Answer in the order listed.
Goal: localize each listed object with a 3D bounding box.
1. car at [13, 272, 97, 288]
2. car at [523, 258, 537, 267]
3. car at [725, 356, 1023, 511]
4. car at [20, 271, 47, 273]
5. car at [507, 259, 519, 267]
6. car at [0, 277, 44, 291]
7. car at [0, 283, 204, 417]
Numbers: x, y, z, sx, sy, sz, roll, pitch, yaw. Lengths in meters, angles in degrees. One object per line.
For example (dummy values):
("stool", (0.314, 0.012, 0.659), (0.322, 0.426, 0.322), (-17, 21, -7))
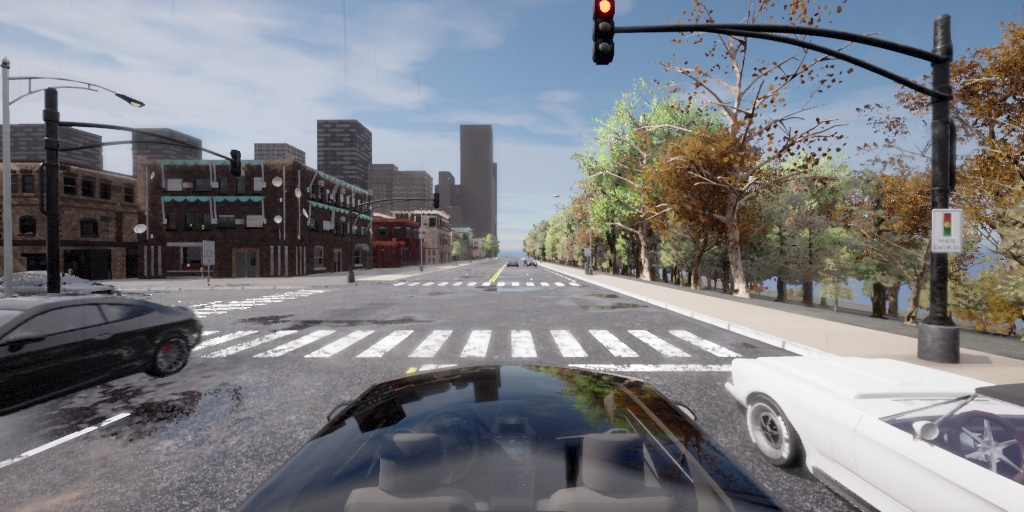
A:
("car", (-19.452, 1.530, 15.282), (4.181, 1.385, 1.994), (-1, 1, 0))
("car", (3.417, 1.327, 63.712), (1.895, 1.301, 4.718), (0, 0, 0))
("car", (3.350, 1.351, 1.927), (1.895, 1.301, 4.718), (0, 0, 0))
("car", (-28.260, 1.560, 21.096), (4.403, 1.370, 2.007), (0, 0, 0))
("car", (0.155, 1.290, 63.434), (1.994, 1.385, 4.181), (0, 0, 1))
("car", (-19.936, 1.565, 12.575), (4.313, 1.339, 1.948), (0, 0, 0))
("car", (-6.503, 1.275, 4.661), (1.812, 1.442, 4.674), (0, 0, -1))
